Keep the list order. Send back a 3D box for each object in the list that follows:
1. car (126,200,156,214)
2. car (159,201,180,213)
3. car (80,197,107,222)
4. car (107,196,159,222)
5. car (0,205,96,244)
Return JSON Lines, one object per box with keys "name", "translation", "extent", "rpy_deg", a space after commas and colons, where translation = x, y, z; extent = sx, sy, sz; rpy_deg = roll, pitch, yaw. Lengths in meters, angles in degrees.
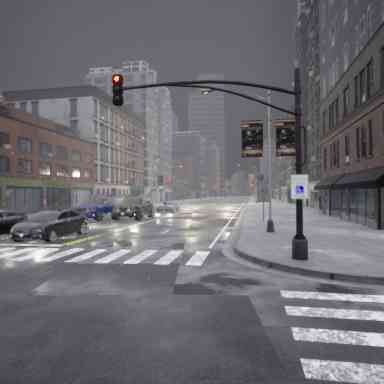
{"name": "car", "translation": [-6.100, 1.768, 40.567], "extent": [2.033, 1.411, 5.357], "rpy_deg": [-1, 0, 10]}
{"name": "car", "translation": [-2.853, 1.782, 40.275], "extent": [1.895, 1.301, 4.718], "rpy_deg": [-1, 0, 10]}
{"name": "car", "translation": [-8.202, 1.419, 28.858], "extent": [2.150, 2.045, 5.566], "rpy_deg": [-1, -1, 10]}
{"name": "car", "translation": [-4.929, 1.379, 28.706], "extent": [2.150, 2.045, 5.566], "rpy_deg": [-1, -1, 10]}
{"name": "car", "translation": [-7.032, 1.638, 16.897], "extent": [1.837, 1.490, 4.892], "rpy_deg": [-1, 0, 10]}
